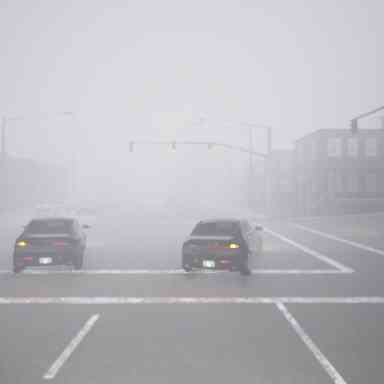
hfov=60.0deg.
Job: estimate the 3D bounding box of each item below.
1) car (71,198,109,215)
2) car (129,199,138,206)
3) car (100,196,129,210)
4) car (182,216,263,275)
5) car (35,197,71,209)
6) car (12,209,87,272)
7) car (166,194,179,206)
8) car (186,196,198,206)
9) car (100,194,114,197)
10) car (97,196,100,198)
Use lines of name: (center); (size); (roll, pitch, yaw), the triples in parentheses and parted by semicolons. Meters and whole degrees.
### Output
car: (-10.628, 1.643, 35.136); (2.033, 1.411, 5.357); (0, 0, -3)
car: (-10.525, 1.754, 56.403); (1.895, 1.301, 4.718); (0, 0, 0)
car: (-10.584, 1.671, 45.618); (2.033, 1.411, 5.357); (0, 0, 0)
car: (1.104, 1.537, 10.671); (1.837, 1.490, 4.892); (-1, 0, 16)
car: (-14.104, 1.445, 33.962); (2.097, 1.767, 4.553); (0, 0, 0)
car: (-4.578, 1.537, 11.070); (1.837, 1.490, 4.892); (1, 0, -17)
car: (-3.487, 1.384, 59.800); (2.150, 2.045, 5.566); (0, 0, 0)
car: (0.013, 1.514, 59.744); (2.097, 1.767, 4.553); (0, 0, 0)
car: (-14.035, 1.366, 54.300); (2.150, 2.045, 5.566); (0, 0, 1)
car: (-14.083, 1.609, 43.106); (2.128, 1.511, 4.902); (0, 0, 0)
